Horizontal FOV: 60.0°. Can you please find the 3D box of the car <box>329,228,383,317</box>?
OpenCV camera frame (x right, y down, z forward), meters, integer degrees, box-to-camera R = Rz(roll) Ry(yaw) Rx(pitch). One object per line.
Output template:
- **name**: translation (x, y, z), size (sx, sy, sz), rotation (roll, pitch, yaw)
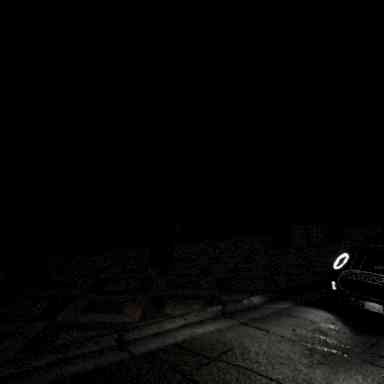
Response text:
- **car**: translation (4.857, 1.326, 6.855), size (4.553, 1.767, 2.097), rotation (0, 0, -36)
